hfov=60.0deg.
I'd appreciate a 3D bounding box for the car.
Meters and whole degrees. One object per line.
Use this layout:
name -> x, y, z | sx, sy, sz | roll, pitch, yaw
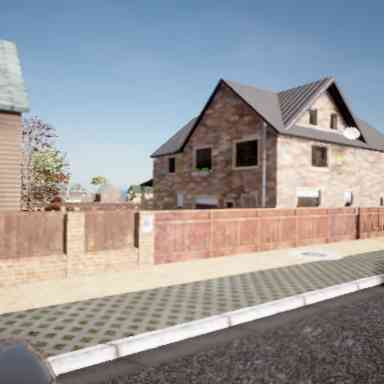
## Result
car -> -3.039, 1.500, 0.897 | 5.357, 1.411, 2.033 | 1, 0, -37
